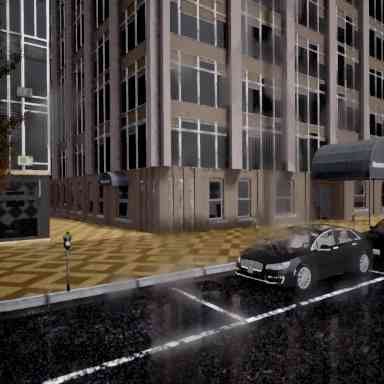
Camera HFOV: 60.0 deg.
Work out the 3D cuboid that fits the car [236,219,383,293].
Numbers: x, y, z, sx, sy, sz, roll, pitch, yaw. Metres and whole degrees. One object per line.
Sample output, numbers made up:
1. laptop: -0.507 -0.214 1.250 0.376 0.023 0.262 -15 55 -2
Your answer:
1. car: 3.091 1.549 8.784 4.403 1.369 2.008 0 -1 -36
